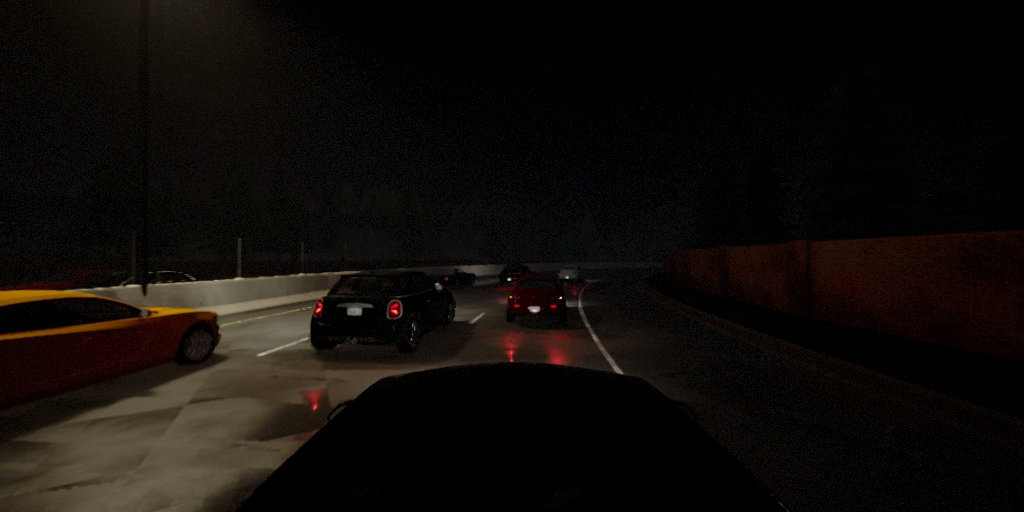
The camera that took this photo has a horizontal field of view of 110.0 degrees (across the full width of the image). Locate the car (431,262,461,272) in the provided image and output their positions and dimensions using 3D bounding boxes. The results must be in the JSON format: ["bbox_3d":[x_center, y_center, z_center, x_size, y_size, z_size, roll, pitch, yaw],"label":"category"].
[{"bbox_3d":[-9.244,1.513,50.312,1.994,1.385,4.181,0,0,27],"label":"car"}]

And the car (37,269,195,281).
[{"bbox_3d":[-13.307,1.240,12.634,1.837,1.490,4.892,0,0,7],"label":"car"}]

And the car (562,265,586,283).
[{"bbox_3d":[4.989,1.444,29.769,1.812,1.442,4.674,0,0,19],"label":"car"}]

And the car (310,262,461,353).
[{"bbox_3d":[-2.920,1.124,9.162,2.097,1.767,4.553,0,0,5],"label":"car"}]

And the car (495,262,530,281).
[{"bbox_3d":[0.482,1.386,27.108,1.837,1.490,4.892,0,0,16],"label":"car"}]

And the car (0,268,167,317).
[{"bbox_3d":[-16.683,1.250,13.889,1.812,1.442,4.674,0,0,7],"label":"car"}]

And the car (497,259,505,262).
[{"bbox_3d":[0.094,1.574,52.874,1.994,1.385,4.181,0,0,30],"label":"car"}]

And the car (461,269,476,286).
[{"bbox_3d":[-4.016,1.443,24.003,1.895,1.301,4.718,0,0,14],"label":"car"}]

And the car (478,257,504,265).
[{"bbox_3d":[-3.005,1.225,54.603,2.150,2.045,5.566,0,0,30],"label":"car"}]

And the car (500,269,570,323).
[{"bbox_3d":[0.931,1.335,12.388,1.812,1.442,4.674,0,0,7],"label":"car"}]

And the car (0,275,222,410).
[{"bbox_3d":[-6.707,1.209,4.996,1.882,1.535,5.008,0,0,2],"label":"car"}]
